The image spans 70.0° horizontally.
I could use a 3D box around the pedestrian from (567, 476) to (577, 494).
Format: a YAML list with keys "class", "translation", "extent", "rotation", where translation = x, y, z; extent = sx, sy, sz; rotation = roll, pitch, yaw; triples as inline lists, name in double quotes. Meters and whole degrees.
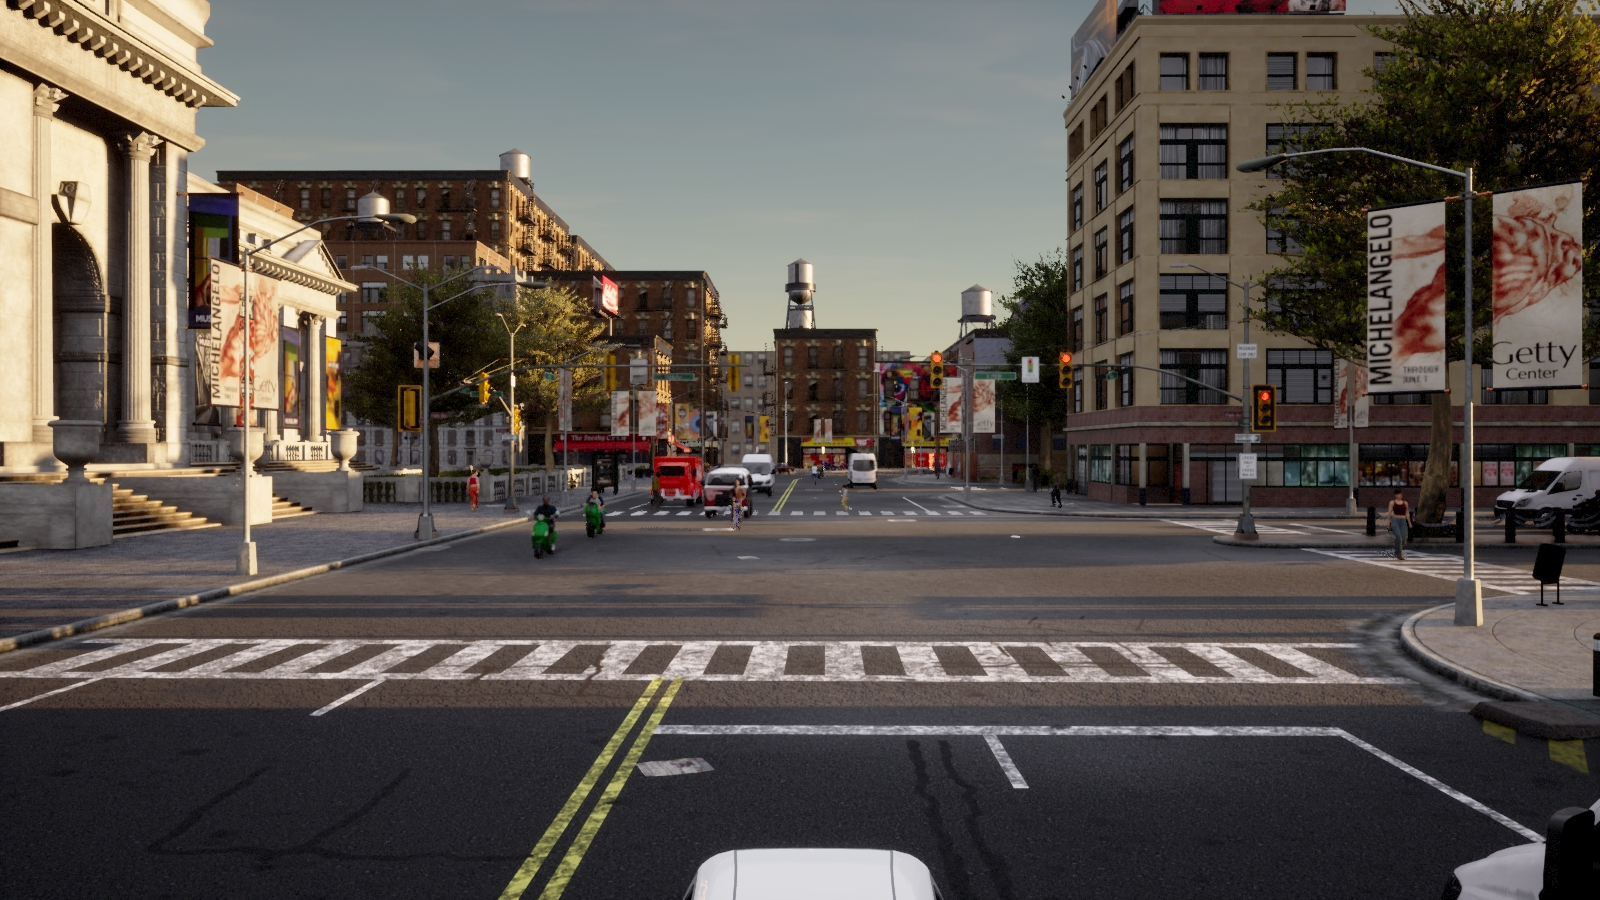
- class: "pedestrian"
  translation: [-13.555, 2.076, 67.960]
  extent: [0.500, 1.100, 0.500]
  rotation: [0, 0, 4]

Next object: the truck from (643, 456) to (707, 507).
- class: "truck"
  translation: [-6.282, 1.579, 58.051]
  extent: [2.627, 2.467, 5.204]
  rotation: [0, -1, 1]

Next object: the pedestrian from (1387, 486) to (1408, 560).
- class: "pedestrian"
  translation: [15.163, 1.848, 29.003]
  extent: [0.375, 1.860, 0.375]
  rotation: [0, 0, 6]

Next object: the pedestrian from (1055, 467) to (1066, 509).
- class: "pedestrian"
  translation: [11.688, 1.697, 51.254]
  extent: [0.375, 1.860, 0.375]
  rotation: [0, 0, -1]

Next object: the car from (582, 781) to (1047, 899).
- class: "car"
  translation: [0.047, 2.120, 3.817]
  extent: [1.481, 1.376, 2.207]
  rotation: [0, 0, 0]

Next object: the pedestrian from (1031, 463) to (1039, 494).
- class: "pedestrian"
  translation: [14.228, 1.696, 69.047]
  extent: [0.375, 1.860, 0.375]
  rotation: [0, 0, -6]

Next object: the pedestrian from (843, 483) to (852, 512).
- class: "pedestrian"
  translation: [2.144, 2.128, 51.381]
  extent: [0.375, 1.300, 0.375]
  rotation: [0, 0, 12]

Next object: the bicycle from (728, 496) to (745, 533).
- class: "bicycle"
  translation: [-2.180, 2.210, 39.270]
  extent: [0.329, 1.171, 1.835]
  rotation: [2, -1, -10]

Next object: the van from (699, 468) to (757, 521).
- class: "van"
  translation: [-2.924, 1.782, 47.366]
  extent: [2.069, 2.038, 4.480]
  rotation: [0, 0, 1]

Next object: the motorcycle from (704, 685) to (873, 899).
- class: "motorcycle"
  translation: [-0.047, 2.182, 6.691]
  extent: [0.856, 1.236, 1.805]
  rotation: [0, 0, 1]

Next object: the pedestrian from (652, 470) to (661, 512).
- class: "pedestrian"
  translation: [-6.459, 1.849, 51.480]
  extent: [0.375, 1.860, 0.375]
  rotation: [0, 0, 1]

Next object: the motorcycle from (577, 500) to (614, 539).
- class: "motorcycle"
  translation: [-6.542, 2.213, 36.592]
  extent: [0.803, 1.145, 2.033]
  rotation: [0, 0, 1]

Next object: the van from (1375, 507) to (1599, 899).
- class: "van"
  translation: [3.538, 1.534, 2.141]
  extent: [1.988, 2.561, 5.915]
  rotation: [0, 0, 1]

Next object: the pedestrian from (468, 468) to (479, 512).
- class: "pedestrian"
  translation: [-13.826, 1.697, 48.399]
  extent: [0.375, 1.860, 0.375]
  rotation: [0, 0, -5]

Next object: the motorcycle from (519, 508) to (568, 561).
- class: "motorcycle"
  translation: [-6.660, 2.182, 29.790]
  extent: [0.856, 1.236, 1.805]
  rotation: [0, 0, 1]

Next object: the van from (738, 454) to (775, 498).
- class: "van"
  translation: [-2.616, 1.534, 70.033]
  extent: [1.988, 2.561, 5.915]
  rotation: [0, 0, 1]

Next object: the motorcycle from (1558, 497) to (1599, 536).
- class: "motorcycle"
  translation: [26.649, 2.205, 38.041]
  extent: [2.209, 1.251, 0.867]
  rotation: [0, 0, 1]

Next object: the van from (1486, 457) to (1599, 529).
- class: "van"
  translation: [28.485, 1.534, 41.518]
  extent: [5.915, 2.561, 1.988]
  rotation: [0, 0, 1]
